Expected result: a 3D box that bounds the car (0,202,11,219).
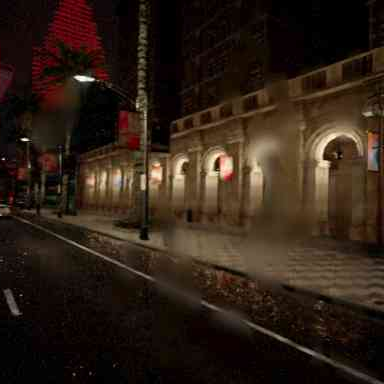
[{"bbox_3d":[-19.534,1.985,33.644,1.812,1.442,4.674,2,-2,-34],"label":"car"}]
